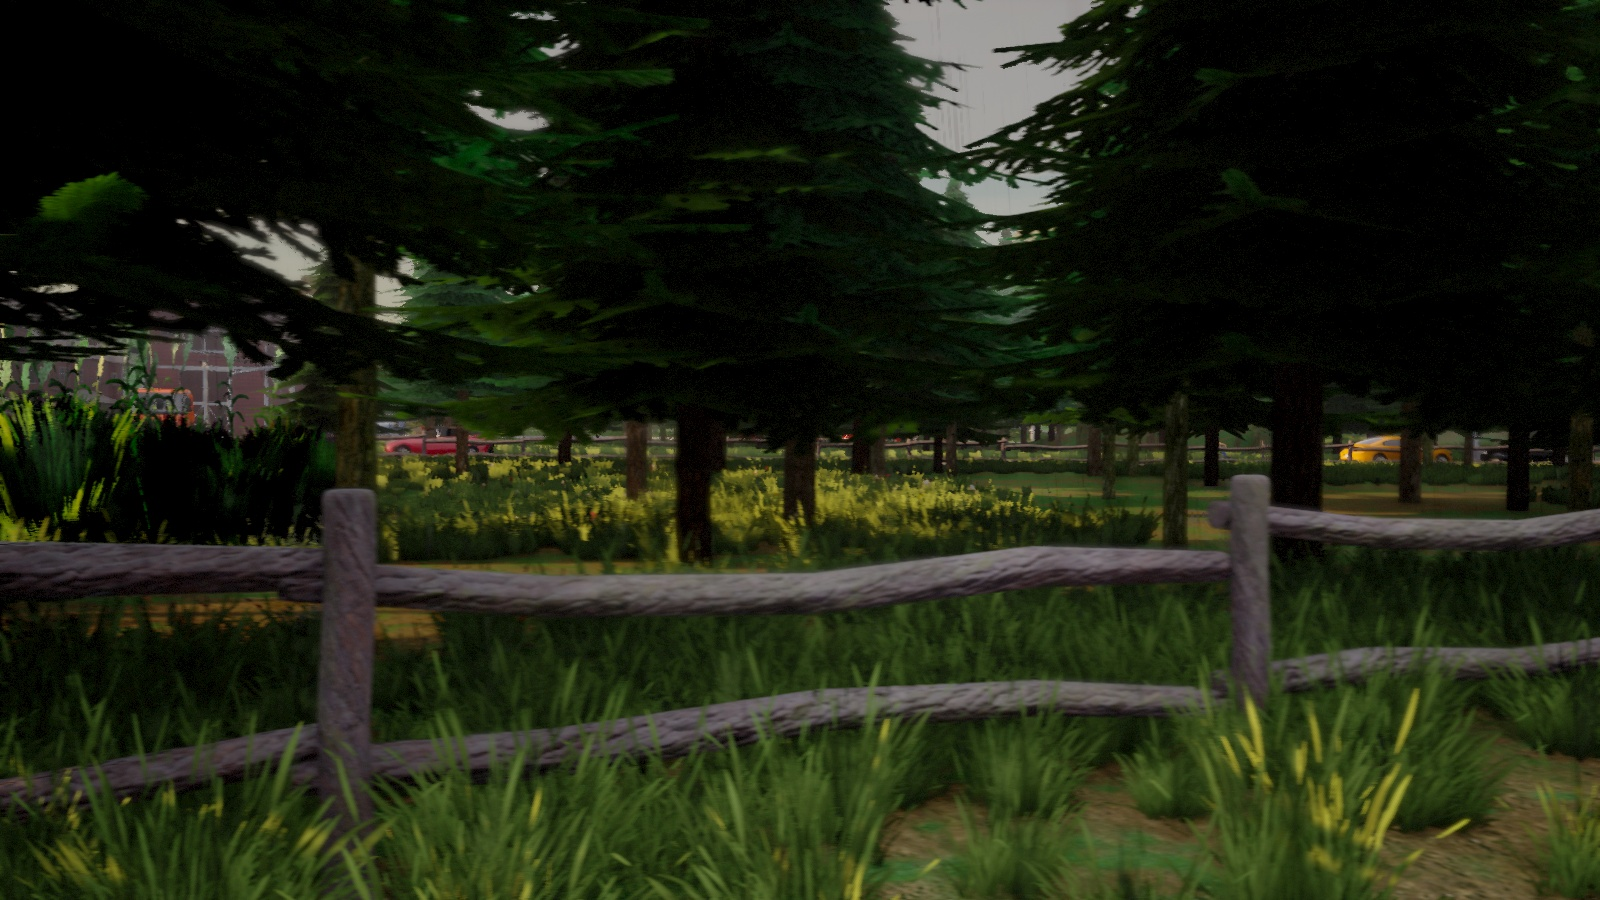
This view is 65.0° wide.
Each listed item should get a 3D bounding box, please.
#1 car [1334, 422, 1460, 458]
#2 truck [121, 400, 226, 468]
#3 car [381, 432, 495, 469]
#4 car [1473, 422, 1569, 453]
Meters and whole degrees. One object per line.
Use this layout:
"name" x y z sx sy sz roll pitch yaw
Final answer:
"car" 27.283 -0.458 57.420 5.008 1.535 1.882 -1 1 -9
"truck" -33.952 -0.891 68.375 2.891 3.462 7.936 -1 1 -10
"car" -15.680 0.019 54.611 4.514 1.525 2.007 -1 1 -7
"car" 36.806 -0.645 64.103 4.792 1.488 2.163 -1 1 -30
